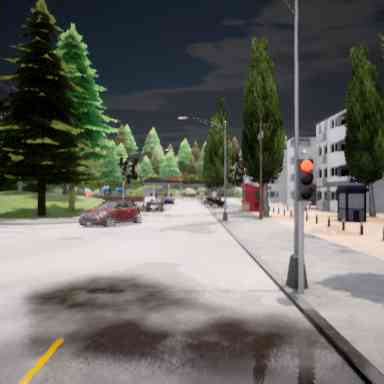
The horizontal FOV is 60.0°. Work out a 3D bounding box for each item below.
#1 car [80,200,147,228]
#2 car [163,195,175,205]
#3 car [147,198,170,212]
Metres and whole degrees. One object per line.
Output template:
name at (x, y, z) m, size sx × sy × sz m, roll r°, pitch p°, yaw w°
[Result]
car at (-5.387, 1.364, 22.482) m, size 2.097 × 1.767 × 4.553 m, roll 0°, pitch 0°, yaw 25°
car at (-4.074, 1.632, 57.718) m, size 1.895 × 1.301 × 4.718 m, roll 0°, pitch 0°, yaw 0°
car at (-4.106, 1.512, 38.184) m, size 2.128 × 1.511 × 4.902 m, roll 0°, pitch 0°, yaw 0°
